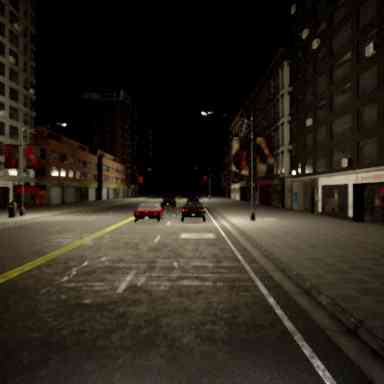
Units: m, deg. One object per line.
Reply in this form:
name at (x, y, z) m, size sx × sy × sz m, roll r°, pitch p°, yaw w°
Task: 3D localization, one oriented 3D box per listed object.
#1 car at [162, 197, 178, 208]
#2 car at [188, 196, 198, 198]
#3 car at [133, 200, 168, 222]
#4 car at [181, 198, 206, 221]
car at (-3.148, 1.374, 45.498) m, size 1.812 × 1.442 × 4.674 m, roll 0°, pitch 0°, yaw 0°
car at (0.100, 1.354, 45.869) m, size 1.837 × 1.490 × 4.892 m, roll 0°, pitch 1°, yaw 0°
car at (-3.149, 1.516, 25.301) m, size 1.895 × 1.301 × 4.718 m, roll 0°, pitch 0°, yaw 0°
car at (0.100, 1.438, 26.080) m, size 1.812 × 1.442 × 4.674 m, roll 0°, pitch 0°, yaw 0°
